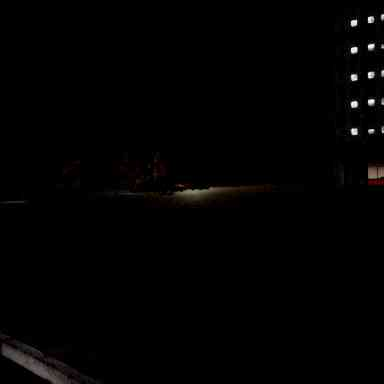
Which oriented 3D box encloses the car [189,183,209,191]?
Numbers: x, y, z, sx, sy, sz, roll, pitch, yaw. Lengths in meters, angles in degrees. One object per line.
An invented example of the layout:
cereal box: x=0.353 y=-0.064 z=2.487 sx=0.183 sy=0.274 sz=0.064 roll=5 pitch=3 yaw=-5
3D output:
car: x=1.537 y=-0.964 z=62.228 sx=1.895 sy=1.301 sz=4.718 roll=0 pitch=2 yaw=29

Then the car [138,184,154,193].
car: x=-6.020 y=-0.584 z=55.419 sx=2.033 sy=1.411 sz=5.357 roll=0 pitch=2 yaw=30

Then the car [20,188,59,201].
car: x=-18.744 y=0.254 z=40.994 sx=1.812 sy=1.442 sz=4.674 roll=0 pitch=2 yaw=32

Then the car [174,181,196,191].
car: x=-1.339 y=-1.200 z=63.743 sx=2.097 sy=1.767 sz=4.553 roll=0 pitch=2 yaw=29

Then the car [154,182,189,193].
car: x=-3.241 y=-0.591 z=53.731 sx=2.033 sy=1.411 sz=5.357 roll=0 pitch=2 yaw=30

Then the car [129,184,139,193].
car: x=-8.879 y=-0.598 z=57.159 sx=1.812 sy=1.442 sz=4.674 roll=0 pitch=2 yaw=31

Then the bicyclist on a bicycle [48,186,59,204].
bicyclist on a bicycle: x=-12.661 y=0.252 z=30.264 sx=1.656 sy=1.620 sz=0.582 roll=-1 pitch=2 yaw=33
